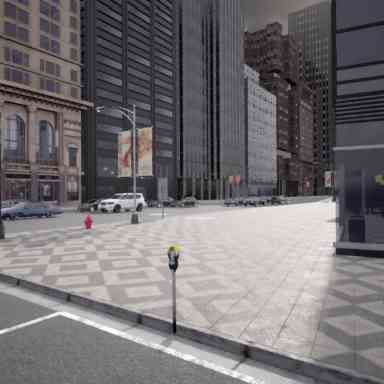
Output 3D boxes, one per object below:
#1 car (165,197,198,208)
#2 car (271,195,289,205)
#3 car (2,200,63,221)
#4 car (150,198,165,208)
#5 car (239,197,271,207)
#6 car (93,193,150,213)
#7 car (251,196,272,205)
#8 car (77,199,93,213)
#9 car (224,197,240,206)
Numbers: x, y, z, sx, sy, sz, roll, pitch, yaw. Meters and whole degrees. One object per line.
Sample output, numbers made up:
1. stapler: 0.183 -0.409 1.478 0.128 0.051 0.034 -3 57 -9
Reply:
1. car: -1.047 1.422 45.229 1.837 1.490 4.892 -1 0 35
2. car: 14.913 1.344 56.412 1.837 1.490 4.892 -1 0 35
3. car: -13.500 1.517 27.616 2.033 1.411 5.357 -1 0 35
4. car: -4.238 1.449 46.347 1.837 1.490 4.892 -1 0 35
5. car: 9.188 1.453 48.209 1.895 1.301 4.718 -1 0 36
6. car: -7.493 1.166 36.128 2.150 2.045 5.566 -1 0 35
7. car: 12.275 1.465 58.311 1.895 1.301 4.718 -1 0 35
8. car: -10.583 1.476 37.379 1.837 1.490 4.892 -1 0 35
9. car: 6.774 1.424 50.420 2.033 1.411 5.357 -1 0 36
